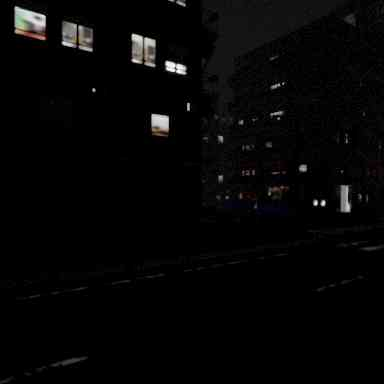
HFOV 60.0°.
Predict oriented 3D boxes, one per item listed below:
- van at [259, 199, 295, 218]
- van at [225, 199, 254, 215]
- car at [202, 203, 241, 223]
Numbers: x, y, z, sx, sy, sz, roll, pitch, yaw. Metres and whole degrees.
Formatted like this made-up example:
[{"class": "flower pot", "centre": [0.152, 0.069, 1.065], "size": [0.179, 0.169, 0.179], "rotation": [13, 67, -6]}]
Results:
[{"class": "van", "centre": [8.622, 1.607, 33.733], "size": [1.690, 1.788, 3.998], "rotation": [-1, 0, -36]}, {"class": "van", "centre": [5.293, 1.681, 38.239], "size": [1.690, 1.788, 3.998], "rotation": [-1, 0, -36]}, {"class": "car", "centre": [1.897, 1.878, 28.796], "size": [1.802, 1.307, 4.206], "rotation": [-1, 0, -36]}]
